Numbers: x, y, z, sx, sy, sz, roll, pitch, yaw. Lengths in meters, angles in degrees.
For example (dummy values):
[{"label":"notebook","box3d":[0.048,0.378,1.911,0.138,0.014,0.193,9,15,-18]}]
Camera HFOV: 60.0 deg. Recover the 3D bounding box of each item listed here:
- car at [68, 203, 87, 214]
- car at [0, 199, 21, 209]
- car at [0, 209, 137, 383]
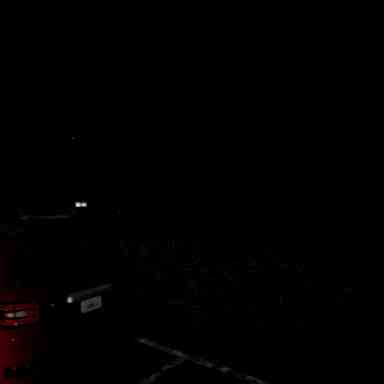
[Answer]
[{"label":"car","box3d":[-11.266,1.868,37.053,1.895,1.301,4.718,-1,-1,36]},{"label":"car","box3d":[-17.290,1.533,28.829,2.097,1.767,4.553,-1,-1,36]},{"label":"car","box3d":[-3.041,1.321,5.061,5.009,1.841,2.192,0,-1,36]}]
